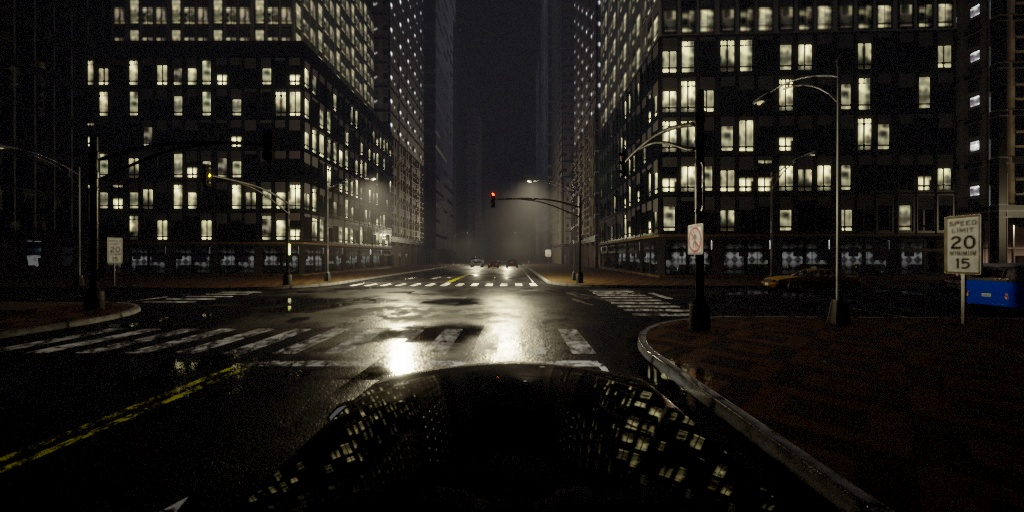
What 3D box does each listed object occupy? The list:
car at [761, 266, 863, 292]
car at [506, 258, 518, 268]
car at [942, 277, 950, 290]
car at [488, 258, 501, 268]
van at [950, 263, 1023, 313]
[{"bbox_3d":[17.092,1.293,20.585,4.829,1.417,1.751,0,0,2],"label":"car"},{"bbox_3d":[0.013,1.212,63.559,2.097,1.767,4.553,0,0,0],"label":"car"},{"bbox_3d":[26.926,1.356,20.099,4.207,1.307,1.802,0,0,2],"label":"car"},{"bbox_3d":[-3.237,1.460,63.203,1.895,1.301,4.718,0,0,0],"label":"car"},{"bbox_3d":[18.360,1.119,12.413,3.998,1.789,1.690,0,0,2],"label":"van"}]
